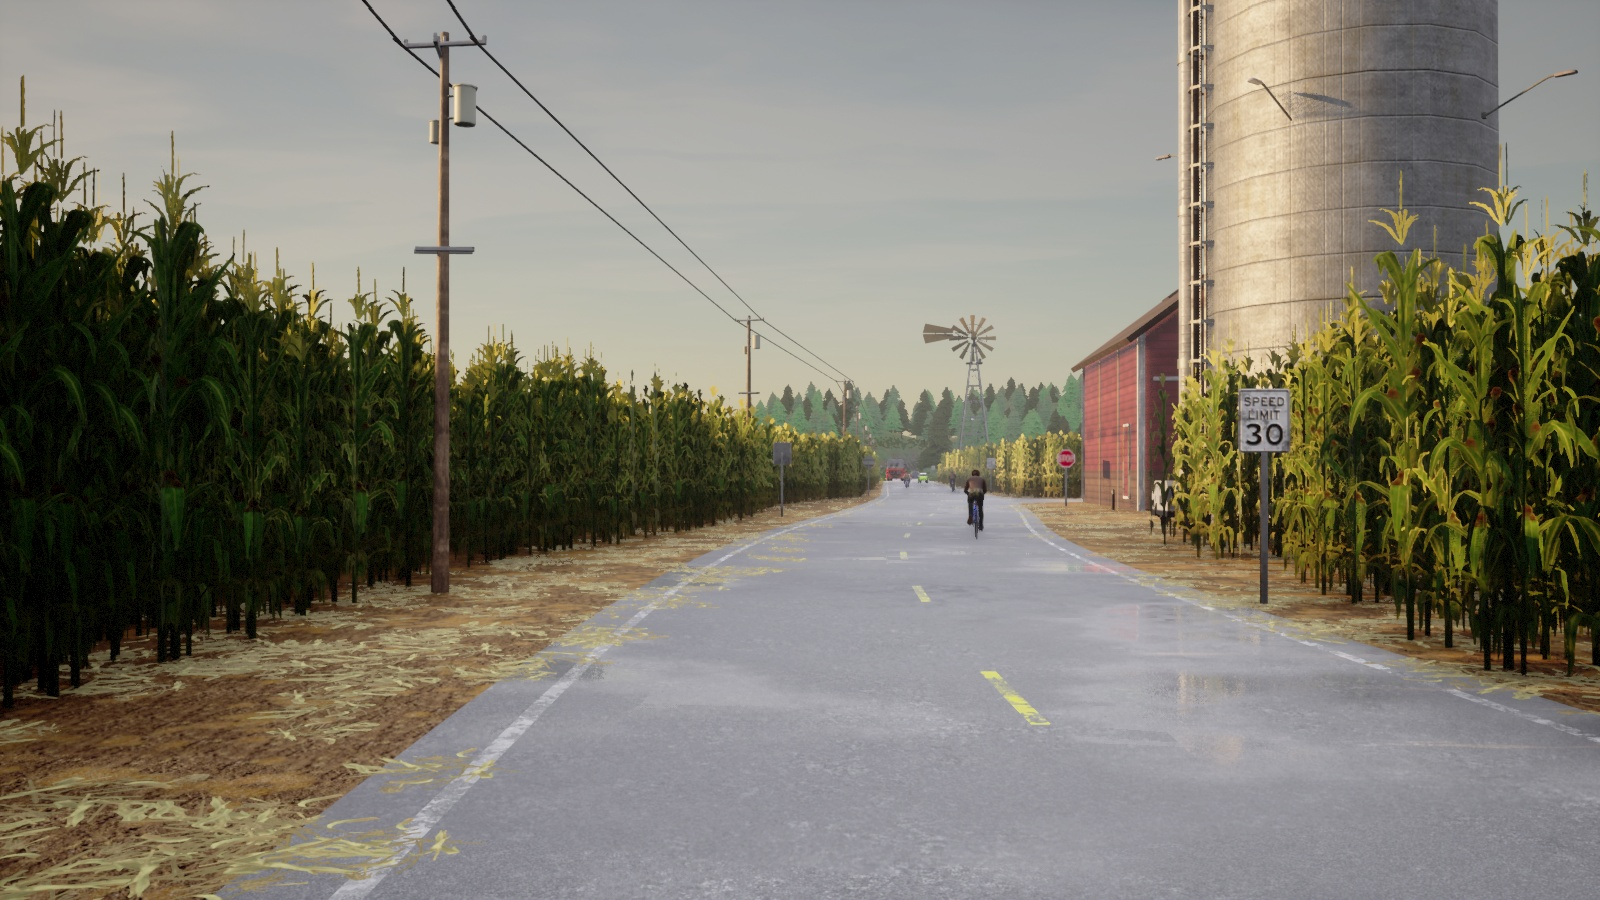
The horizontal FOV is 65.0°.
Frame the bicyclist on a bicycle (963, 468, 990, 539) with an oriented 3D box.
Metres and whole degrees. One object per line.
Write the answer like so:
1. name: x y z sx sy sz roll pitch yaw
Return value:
1. bicyclist on a bicycle: 4.166 1.249 29.729 0.582 1.620 1.656 0 -1 6
